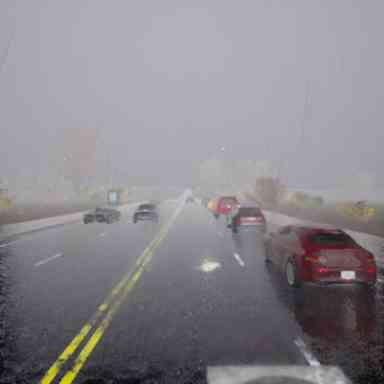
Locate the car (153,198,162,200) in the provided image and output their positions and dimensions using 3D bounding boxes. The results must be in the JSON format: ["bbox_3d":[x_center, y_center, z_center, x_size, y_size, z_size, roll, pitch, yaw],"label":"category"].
[{"bbox_3d":[-6.866,1.881,65.637,1.895,1.301,4.718,0,0,0],"label":"car"}]

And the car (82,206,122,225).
[{"bbox_3d":[-6.671,1.716,25.036,1.895,1.301,4.718,0,0,0],"label":"car"}]

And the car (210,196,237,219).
[{"bbox_3d":[3.143,1.361,31.276,2.150,2.045,5.566,0,0,0],"label":"car"}]

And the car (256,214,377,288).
[{"bbox_3d":[3.239,1.570,9.223,1.812,1.442,4.674,0,0,0],"label":"car"}]

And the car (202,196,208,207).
[{"bbox_3d":[2.983,1.727,53.249,1.837,1.490,4.892,0,0,0],"label":"car"}]

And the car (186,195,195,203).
[{"bbox_3d":[-0.410,1.688,73.247,1.812,1.442,4.674,0,0,0],"label":"car"}]

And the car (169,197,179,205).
[{"bbox_3d":[-3.625,1.792,67.642,1.812,1.442,4.674,0,0,0],"label":"car"}]

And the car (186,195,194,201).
[{"bbox_3d":[-0.525,1.661,89.132,1.882,1.535,5.008,0,0,0],"label":"car"}]

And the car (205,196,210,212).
[{"bbox_3d":[3.064,1.661,42.249,1.882,1.535,5.008,0,0,0],"label":"car"}]

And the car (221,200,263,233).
[{"bbox_3d":[3.203,1.525,20.234,2.033,1.649,4.856,0,0,0],"label":"car"}]

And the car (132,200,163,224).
[{"bbox_3d":[-3.425,1.624,25.973,1.837,1.490,4.892,0,0,0],"label":"car"}]
